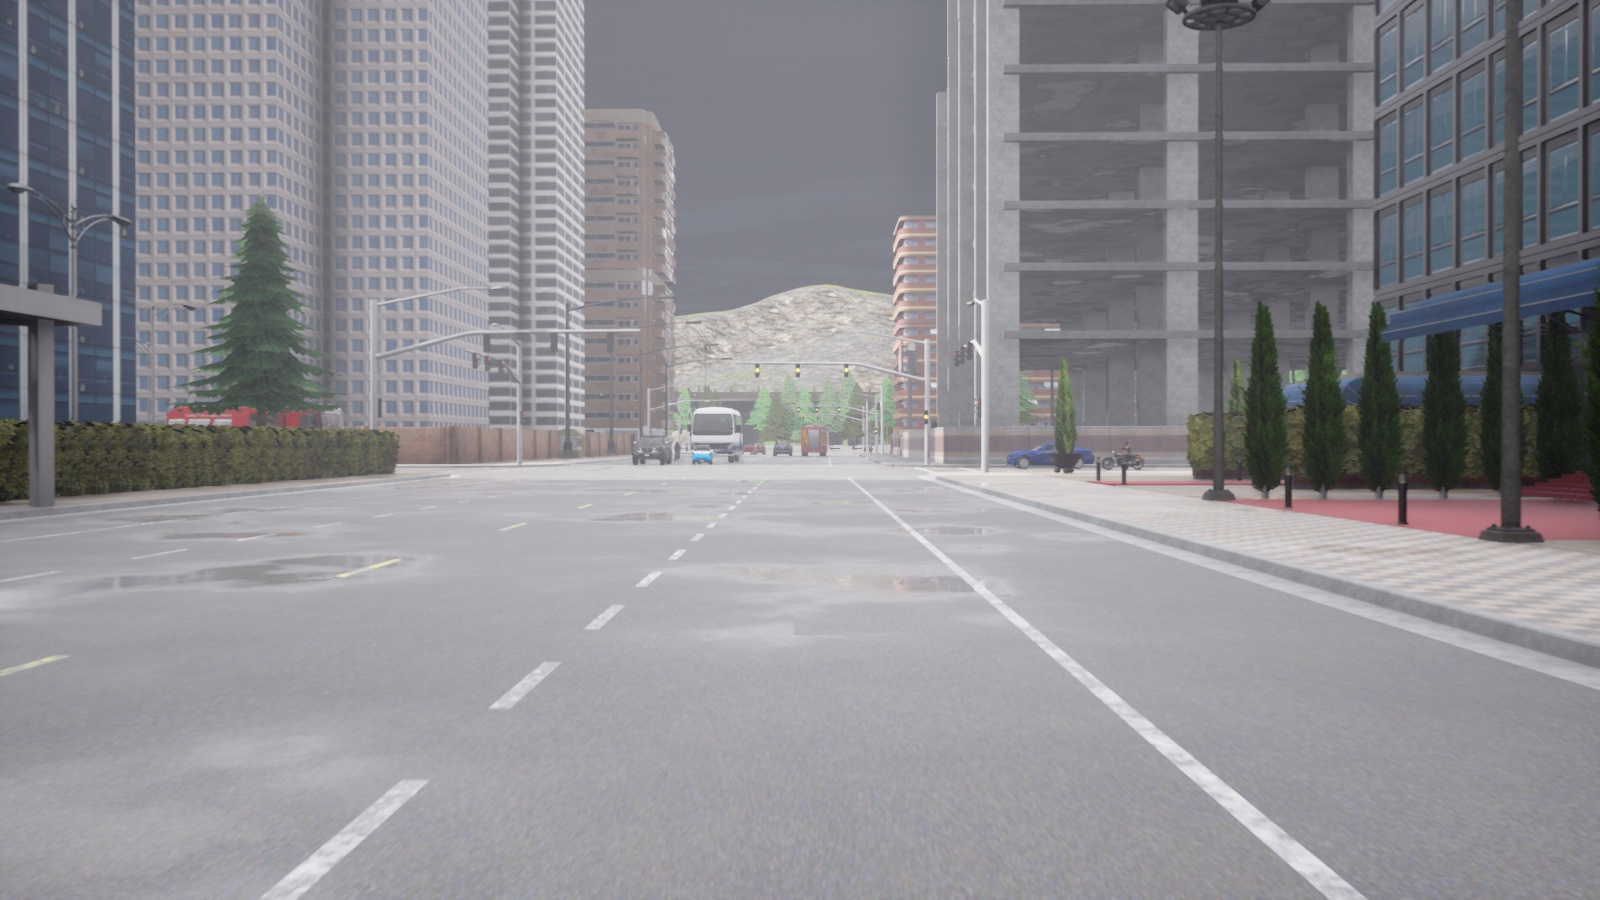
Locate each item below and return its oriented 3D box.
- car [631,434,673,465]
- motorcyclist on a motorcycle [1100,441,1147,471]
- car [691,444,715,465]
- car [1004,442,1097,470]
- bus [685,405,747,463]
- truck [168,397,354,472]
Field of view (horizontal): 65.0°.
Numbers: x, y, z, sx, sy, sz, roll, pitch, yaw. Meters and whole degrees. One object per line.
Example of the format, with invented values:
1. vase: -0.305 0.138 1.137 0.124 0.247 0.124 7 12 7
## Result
1. car: -10.154 -0.030 86.470 2.150 2.045 5.566 0 0 1
2. motorcyclist on a motorcycle: 17.607 0.326 68.403 2.350 1.649 0.766 0 0 1
3. car: -6.657 0.310 86.299 1.481 1.376 2.207 0 0 1
4. car: 14.315 0.330 71.944 5.008 1.535 1.882 0 0 1
5. bus: -6.419 -1.185 97.610 3.944 4.253 10.273 0 0 1
6. truck: -28.009 -0.810 65.456 8.468 3.827 2.891 0 0 1
